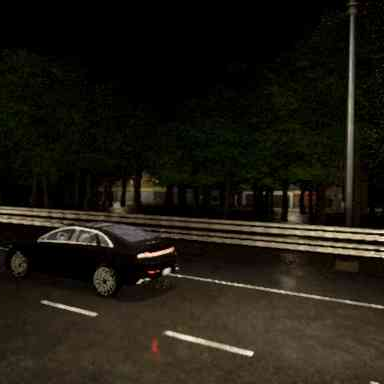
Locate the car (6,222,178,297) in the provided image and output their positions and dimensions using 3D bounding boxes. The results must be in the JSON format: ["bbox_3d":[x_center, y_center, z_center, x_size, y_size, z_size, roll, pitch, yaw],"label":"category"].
[{"bbox_3d":[-2.708,1.538,8.661,4.902,1.511,2.128,1,-1,28],"label":"car"}]
